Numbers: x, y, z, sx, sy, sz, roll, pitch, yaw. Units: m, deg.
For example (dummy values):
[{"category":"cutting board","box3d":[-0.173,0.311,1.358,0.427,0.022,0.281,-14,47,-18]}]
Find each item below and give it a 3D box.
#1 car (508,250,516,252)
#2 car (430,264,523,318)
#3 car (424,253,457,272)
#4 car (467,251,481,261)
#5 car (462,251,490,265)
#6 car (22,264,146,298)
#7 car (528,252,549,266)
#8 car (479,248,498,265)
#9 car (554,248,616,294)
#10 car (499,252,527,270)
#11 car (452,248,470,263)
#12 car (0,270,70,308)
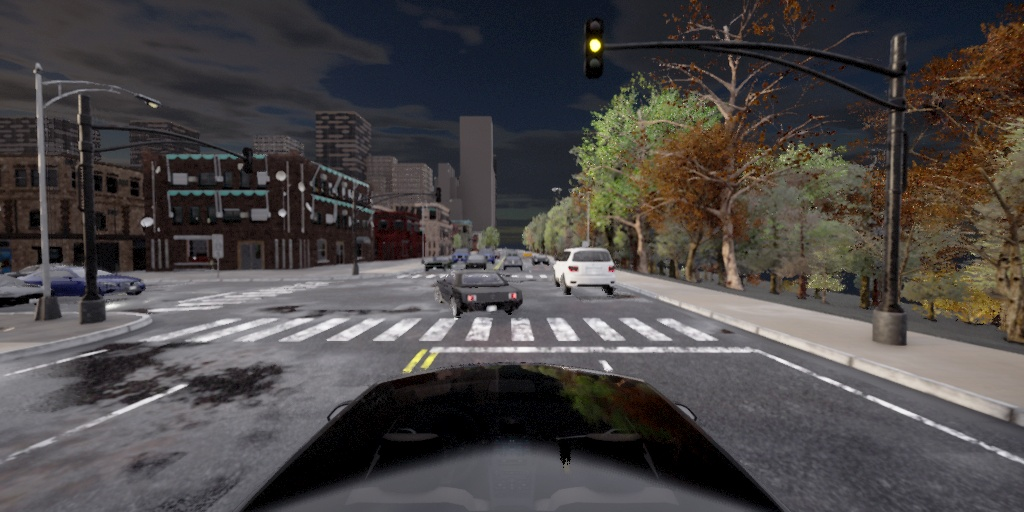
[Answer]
[{"category":"car","box3d":[0.012,-0.212,63.984,2.097,1.767,4.553,0,1,0]},{"category":"car","box3d":[-1.361,1.133,12.104,1.895,1.301,4.718,0,1,-21]},{"category":"car","box3d":[-6.595,0.698,32.786,1.895,1.301,4.718,0,1,0]},{"category":"car","box3d":[-6.520,-0.054,62.520,1.882,1.535,5.008,0,1,1]},{"category":"car","box3d":[-3.341,0.549,34.013,1.882,1.535,5.008,0,1,-2]},{"category":"car","box3d":[-19.324,1.192,16.075,4.674,1.442,1.812,-1,2,0]},{"category":"car","box3d":[3.357,0.478,43.185,1.895,1.301,4.718,0,1,0]},{"category":"car","box3d":[-3.339,0.028,46.551,2.150,2.045,5.566,0,1,-1]},{"category":"car","box3d":[3.352,0.642,17.388,2.150,2.045,5.566,0,1,0]},{"category":"car","box3d":[0.107,0.593,35.193,2.033,1.411,5.357,0,1,0]},{"category":"car","box3d":[-6.595,0.012,47.373,2.150,2.045,5.566,0,1,-2]},{"category":"car","box3d":[-19.944,1.323,13.384,4.313,1.339,1.948,0,0,0]}]
